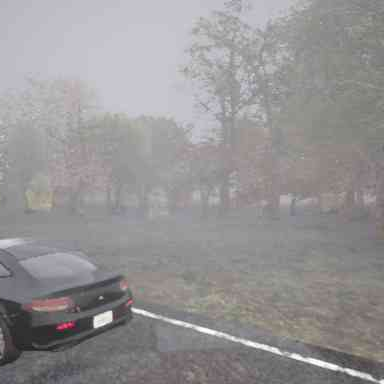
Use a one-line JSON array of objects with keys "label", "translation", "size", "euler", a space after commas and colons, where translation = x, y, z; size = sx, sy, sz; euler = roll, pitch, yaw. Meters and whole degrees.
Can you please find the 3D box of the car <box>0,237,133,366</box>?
[{"label": "car", "translation": [-3.049, 1.524, 5.736], "size": [4.674, 1.442, 1.812], "euler": [0, 0, 35]}]
